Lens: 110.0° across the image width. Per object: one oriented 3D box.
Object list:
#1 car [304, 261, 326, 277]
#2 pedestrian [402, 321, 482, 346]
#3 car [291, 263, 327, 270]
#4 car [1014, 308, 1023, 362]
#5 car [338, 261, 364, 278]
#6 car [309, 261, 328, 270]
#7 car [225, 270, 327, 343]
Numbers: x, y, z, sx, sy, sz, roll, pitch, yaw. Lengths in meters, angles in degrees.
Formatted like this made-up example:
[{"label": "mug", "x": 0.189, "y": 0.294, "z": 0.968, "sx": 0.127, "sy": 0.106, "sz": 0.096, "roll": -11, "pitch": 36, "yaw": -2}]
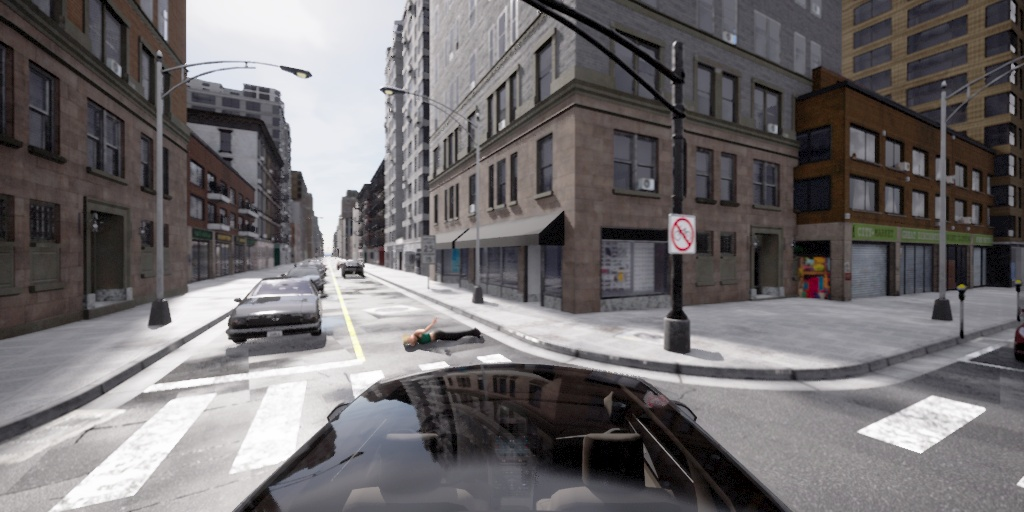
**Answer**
[{"label": "car", "x": -19.856, "y": 1.276, "z": 36.349, "sx": 1.812, "sy": 1.442, "sz": 4.674, "roll": 0, "pitch": 0, "yaw": -27}, {"label": "pedestrian", "x": -1.647, "y": 1.808, "z": 8.198, "sx": 1.860, "sy": 0.375, "sz": 0.375, "roll": 0, "pitch": 21, "yaw": -28}, {"label": "car", "x": -10.778, "y": 1.281, "z": 18.669, "sx": 1.812, "sy": 1.442, "sz": 4.674, "roll": 0, "pitch": 0, "yaw": -27}, {"label": "car", "x": 11.724, "y": 1.457, "z": 7.085, "sx": 4.207, "sy": 1.307, "sz": 1.802, "roll": 0, "pitch": 0, "yaw": -27}, {"label": "car", "x": -15.499, "y": 1.254, "z": 34.794, "sx": 1.837, "sy": 1.490, "sz": 4.892, "roll": 0, "pitch": 0, "yaw": -27}, {"label": "car", "x": -15.172, "y": 1.259, "z": 27.202, "sx": 1.837, "sy": 1.490, "sz": 4.892, "roll": 0, "pitch": 0, "yaw": -27}, {"label": "car", "x": -6.375, "y": 1.302, "z": 10.149, "sx": 2.033, "sy": 1.411, "sz": 5.357, "roll": 0, "pitch": 0, "yaw": -27}]
